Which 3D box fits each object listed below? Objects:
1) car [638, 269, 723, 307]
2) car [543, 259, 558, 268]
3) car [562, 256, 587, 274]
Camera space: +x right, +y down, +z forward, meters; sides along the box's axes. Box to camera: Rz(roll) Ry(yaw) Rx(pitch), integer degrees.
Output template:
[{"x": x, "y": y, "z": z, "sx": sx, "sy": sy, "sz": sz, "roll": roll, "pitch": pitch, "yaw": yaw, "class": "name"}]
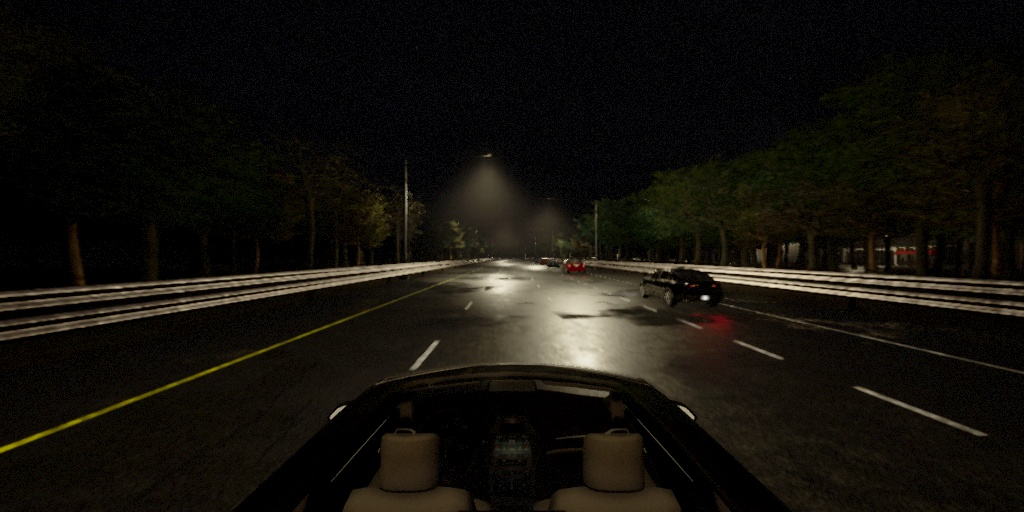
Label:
[{"x": 7.004, "y": 1.272, "z": 15.418, "sx": 1.837, "sy": 1.490, "sz": 4.892, "roll": 0, "pitch": 0, "yaw": 0, "class": "car"}, {"x": 7.163, "y": 1.372, "z": 64.315, "sx": 1.994, "sy": 1.385, "sz": 4.181, "roll": 0, "pitch": 0, "yaw": 0, "class": "car"}, {"x": 7.065, "y": 1.140, "z": 41.281, "sx": 2.097, "sy": 1.767, "sz": 4.553, "roll": 0, "pitch": 0, "yaw": 0, "class": "car"}]
